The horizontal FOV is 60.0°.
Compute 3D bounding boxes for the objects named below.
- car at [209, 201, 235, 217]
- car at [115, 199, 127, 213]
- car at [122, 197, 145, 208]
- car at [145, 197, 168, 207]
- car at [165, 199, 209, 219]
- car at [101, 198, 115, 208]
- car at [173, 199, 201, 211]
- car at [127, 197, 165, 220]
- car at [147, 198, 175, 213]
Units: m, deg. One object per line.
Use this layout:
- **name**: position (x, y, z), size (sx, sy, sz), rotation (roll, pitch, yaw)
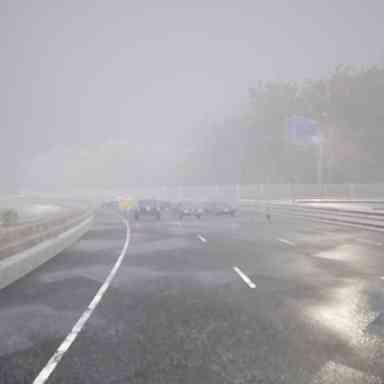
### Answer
- **car**: position (2.465, 1.522, 31.088), size (1.994, 1.385, 4.181), rotation (0, 0, -16)
- **car**: position (-6.878, 1.495, 36.889), size (1.882, 1.535, 5.008), rotation (0, 0, -23)
- **car**: position (-8.743, 1.497, 49.608), size (1.882, 1.535, 5.008), rotation (0, 0, -28)
- **car**: position (-5.456, 1.522, 50.881), size (1.812, 1.442, 4.674), rotation (0, 0, -28)
- **car**: position (-0.581, 1.528, 28.977), size (2.033, 1.411, 5.357), rotation (0, 0, -16)
- **car**: position (-11.749, 1.567, 47.816), size (1.812, 1.442, 4.674), rotation (0, 0, -28)
- **car**: position (-0.716, 1.537, 40.376), size (1.994, 1.385, 4.181), rotation (0, 0, -23)
- **car**: position (-4.012, 1.357, 28.267), size (2.097, 1.767, 4.553), rotation (0, 0, -16)
- **car**: position (-3.643, 1.500, 38.227), size (1.837, 1.490, 4.892), rotation (0, 0, -23)
